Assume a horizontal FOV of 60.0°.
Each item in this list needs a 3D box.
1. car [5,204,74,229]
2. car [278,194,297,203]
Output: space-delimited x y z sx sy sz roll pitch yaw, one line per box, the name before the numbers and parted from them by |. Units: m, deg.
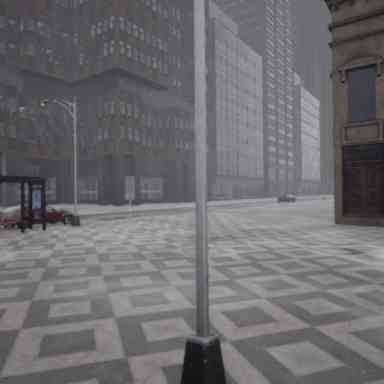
car | -9.479 1.424 20.415 1.812 1.442 4.674 -1 0 35
car | 16.291 1.103 56.613 1.882 1.535 5.008 -1 0 35
